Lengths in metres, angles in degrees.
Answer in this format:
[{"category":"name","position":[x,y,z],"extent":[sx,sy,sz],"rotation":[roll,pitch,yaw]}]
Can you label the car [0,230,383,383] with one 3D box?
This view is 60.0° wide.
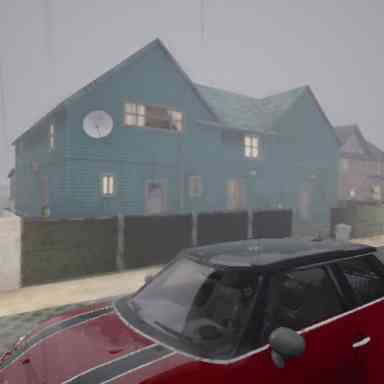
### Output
[{"category":"car","position":[0.448,1.362,3.374],"extent":[4.553,1.767,2.097],"rotation":[0,0,-35]}]
